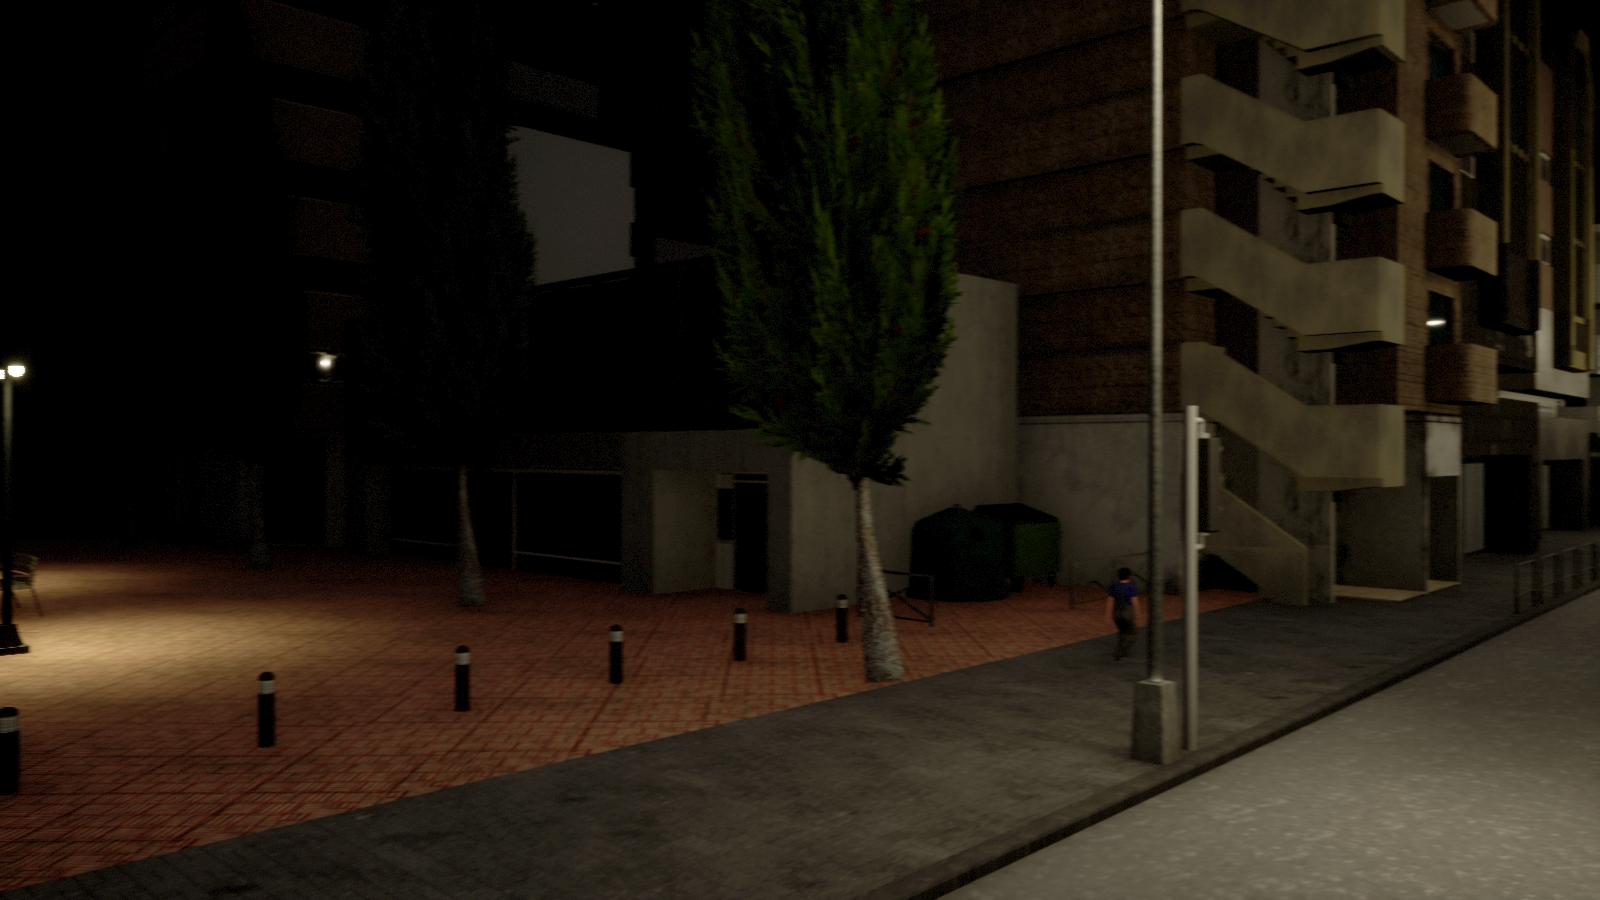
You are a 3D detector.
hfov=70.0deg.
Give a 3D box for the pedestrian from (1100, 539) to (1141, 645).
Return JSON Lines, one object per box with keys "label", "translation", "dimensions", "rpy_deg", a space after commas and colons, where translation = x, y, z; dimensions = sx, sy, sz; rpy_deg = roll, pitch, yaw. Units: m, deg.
{"label": "pedestrian", "translation": [4.140, 1.827, 14.764], "dimensions": [0.375, 1.300, 0.375], "rpy_deg": [0, 0, 44]}
